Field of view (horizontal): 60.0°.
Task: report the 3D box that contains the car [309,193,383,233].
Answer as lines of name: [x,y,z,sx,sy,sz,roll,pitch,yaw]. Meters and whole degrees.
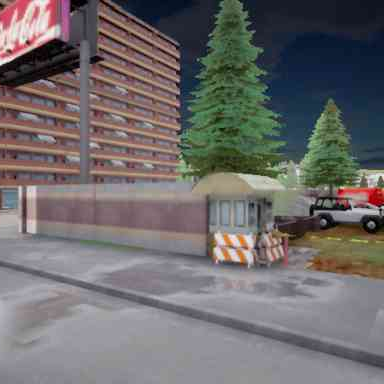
car: [8.477,1.146,18.196,3.866,1.878,1.905,0,0,35]

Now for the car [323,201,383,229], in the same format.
car: [10.415,1.336,20.255,4.193,1.474,1.816,0,0,35]
